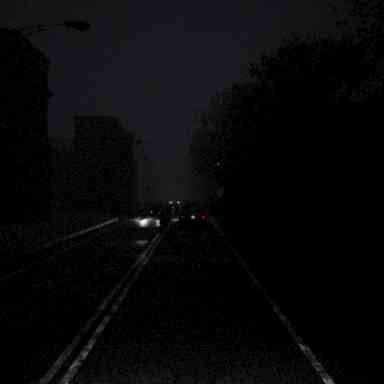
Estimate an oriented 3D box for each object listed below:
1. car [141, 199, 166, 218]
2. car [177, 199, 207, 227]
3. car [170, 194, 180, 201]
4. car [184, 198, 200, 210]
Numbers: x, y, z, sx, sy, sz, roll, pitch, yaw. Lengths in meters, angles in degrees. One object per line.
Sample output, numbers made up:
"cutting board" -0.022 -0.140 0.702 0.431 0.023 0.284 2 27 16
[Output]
"car" -3.418 1.461 30.114 1.837 1.490 4.892 0 0 0
"car" 0.066 1.489 22.571 2.033 1.411 5.357 0 2 0
"car" -3.662 1.236 71.854 1.882 1.535 5.008 0 0 -1
"car" -0.031 1.519 43.456 1.895 1.301 4.718 0 0 0
